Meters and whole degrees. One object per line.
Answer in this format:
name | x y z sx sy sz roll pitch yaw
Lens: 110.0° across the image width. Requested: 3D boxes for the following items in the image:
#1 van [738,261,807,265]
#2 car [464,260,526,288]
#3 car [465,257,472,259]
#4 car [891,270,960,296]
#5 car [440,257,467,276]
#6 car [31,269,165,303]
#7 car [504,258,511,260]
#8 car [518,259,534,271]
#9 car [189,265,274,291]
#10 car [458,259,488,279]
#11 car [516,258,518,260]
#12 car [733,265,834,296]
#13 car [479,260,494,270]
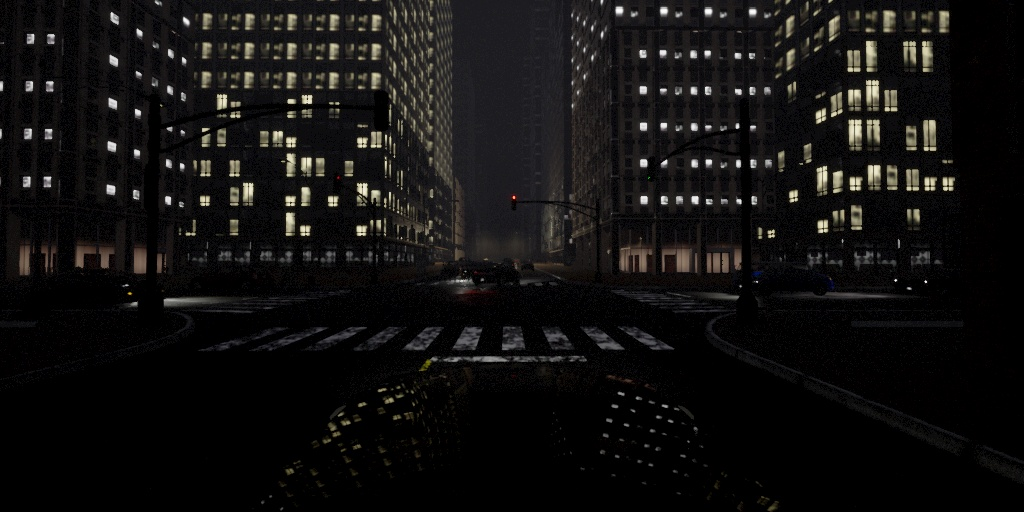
van | 15.716 1.210 21.807 3.998 1.789 1.690 0 0 -1
car | -0.991 1.250 24.202 2.128 1.511 4.902 0 0 20
car | -6.310 1.082 48.176 2.192 1.841 5.009 0 0 -1
car | 23.568 1.435 19.315 4.718 1.301 1.895 0 -1 -1
car | -6.161 1.203 37.026 1.967 1.591 4.097 0 0 -1
car | -17.919 1.264 15.657 4.181 1.385 1.994 0 -1 -1
car | -0.586 1.370 53.114 1.895 1.301 4.718 0 0 -1
car | 2.069 1.350 48.350 1.802 1.307 4.207 0 0 -1
car | -16.755 1.255 21.447 4.097 1.591 1.967 0 0 -1
car | -3.519 1.266 33.214 1.837 1.490 4.892 0 0 -1
car | 1.918 1.297 59.675 1.751 1.417 4.829 0 0 -1
car | 14.524 1.342 19.212 4.674 1.442 1.812 0 -1 -2
car | -3.792 1.318 54.068 2.033 1.411 5.357 0 0 -1
